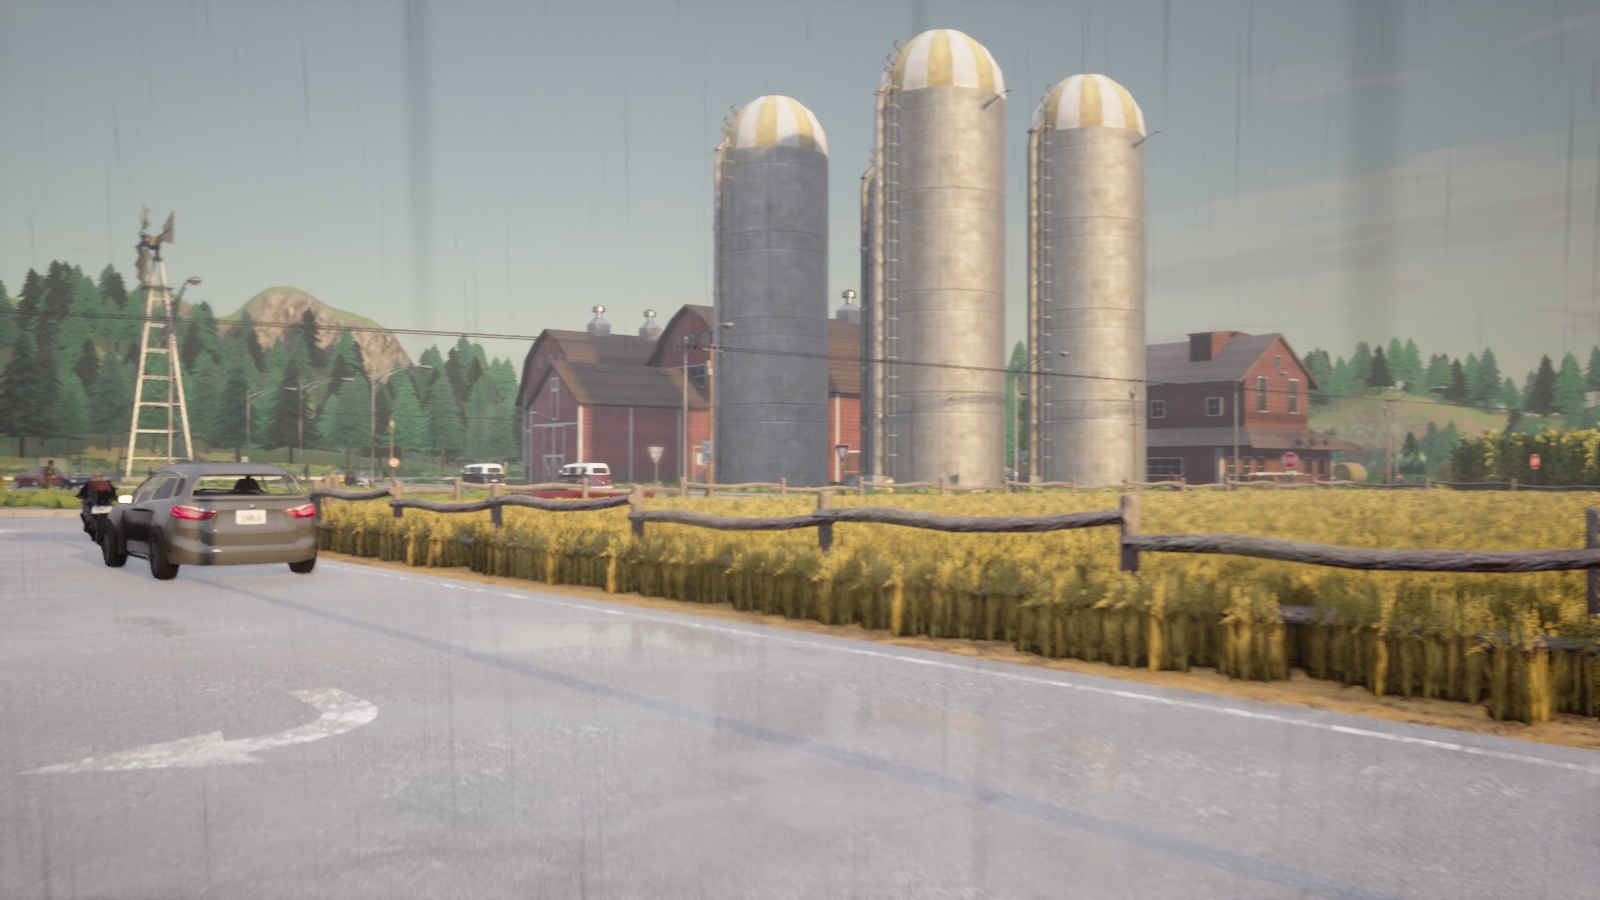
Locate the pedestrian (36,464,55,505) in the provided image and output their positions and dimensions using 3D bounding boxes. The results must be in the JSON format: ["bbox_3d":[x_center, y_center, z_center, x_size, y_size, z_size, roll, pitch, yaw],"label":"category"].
[{"bbox_3d":[-36.006,1.632,59.937,0.395,1.930,0.692,-1,-1,22],"label":"pedestrian"}]

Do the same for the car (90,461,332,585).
[{"bbox_3d":[-9.229,1.027,19.470,2.242,1.667,4.611,1,-1,-41],"label":"car"}]

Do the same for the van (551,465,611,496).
[{"bbox_3d":[-14.769,2.021,84.430,2.069,2.038,4.480,1,-1,-39],"label":"van"}]

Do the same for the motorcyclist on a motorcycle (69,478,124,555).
[{"bbox_3d":[-14.784,1.356,26.369,0.866,1.530,2.191,0,-1,-33],"label":"motorcyclist on a motorcycle"}]

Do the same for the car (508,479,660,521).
[{"bbox_3d":[-7.244,1.658,42.354,4.718,1.301,1.895,0,-1,-38],"label":"car"}]
